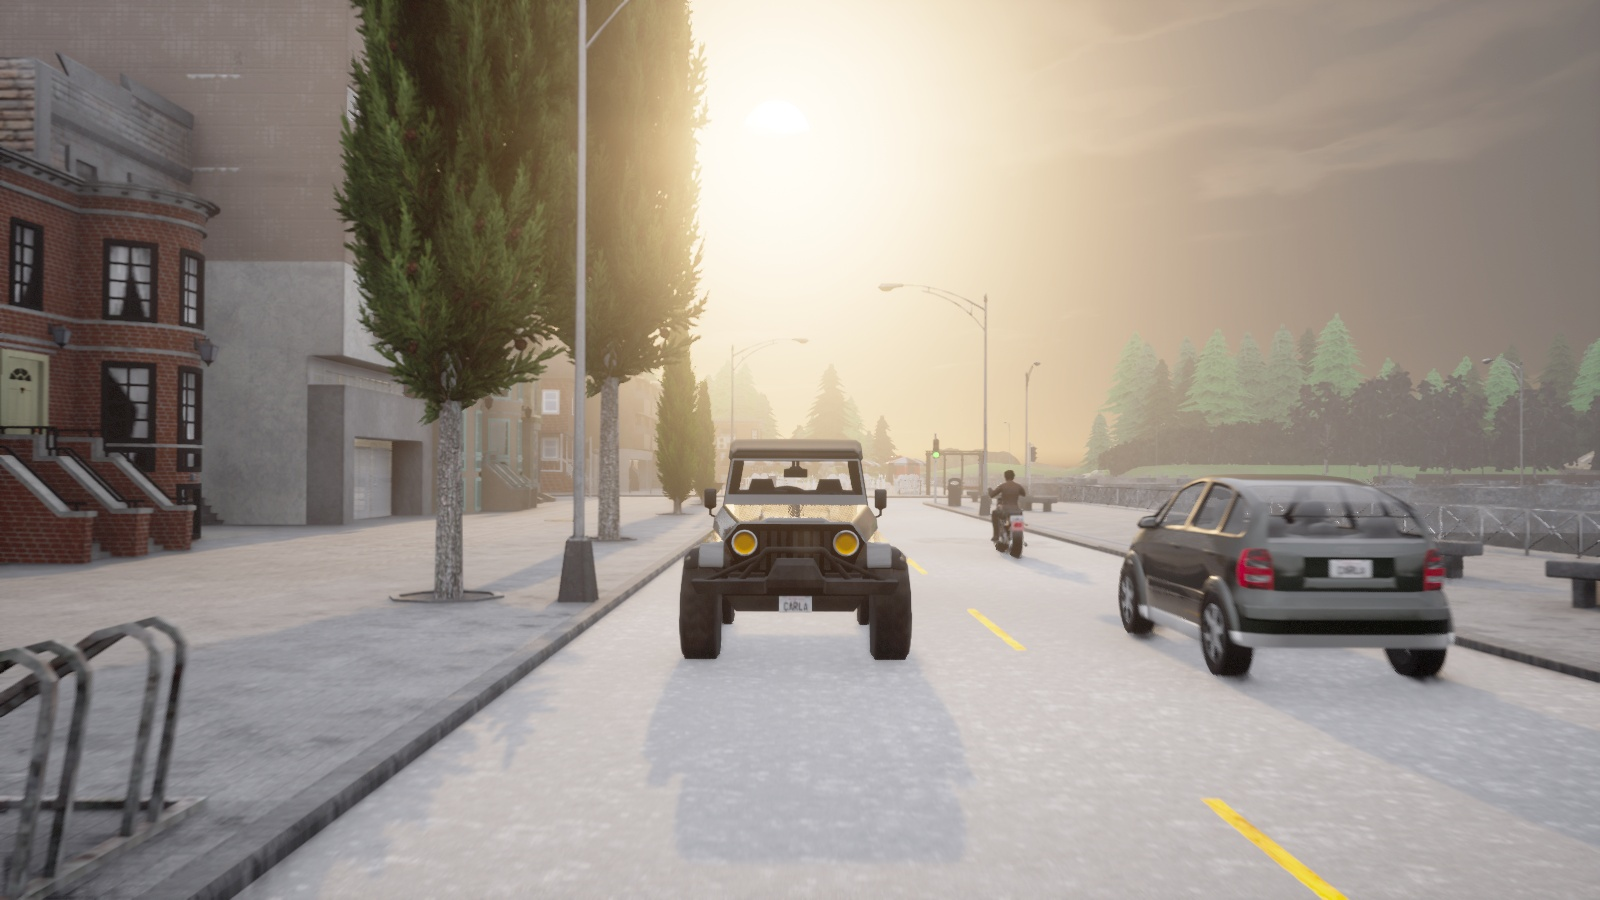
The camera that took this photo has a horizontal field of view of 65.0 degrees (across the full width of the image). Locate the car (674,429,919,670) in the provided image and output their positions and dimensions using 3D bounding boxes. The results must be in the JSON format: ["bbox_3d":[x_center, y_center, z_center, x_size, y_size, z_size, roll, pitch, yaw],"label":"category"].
[{"bbox_3d":[-0.032,0.807,11.746,1.905,1.878,3.866,0,-1,0],"label":"car"}]

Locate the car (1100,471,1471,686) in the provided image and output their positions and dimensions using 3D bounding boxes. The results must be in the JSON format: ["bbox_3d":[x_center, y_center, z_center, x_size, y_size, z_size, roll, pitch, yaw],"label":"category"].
[{"bbox_3d":[3.969,0.961,10.980,1.789,1.549,3.705,0,-1,0],"label":"car"}]

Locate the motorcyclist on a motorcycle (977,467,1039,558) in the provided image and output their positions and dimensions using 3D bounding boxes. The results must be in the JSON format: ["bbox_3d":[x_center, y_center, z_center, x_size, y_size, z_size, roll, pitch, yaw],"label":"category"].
[{"bbox_3d":[3.937,1.150,23.908,0.766,1.649,2.350,0,-1,0],"label":"motorcyclist on a motorcycle"}]
